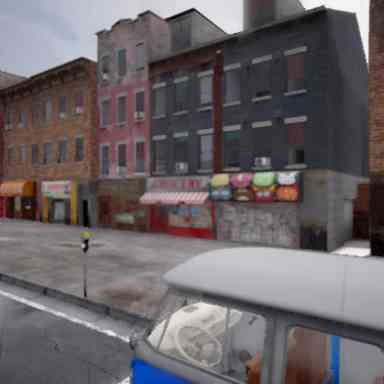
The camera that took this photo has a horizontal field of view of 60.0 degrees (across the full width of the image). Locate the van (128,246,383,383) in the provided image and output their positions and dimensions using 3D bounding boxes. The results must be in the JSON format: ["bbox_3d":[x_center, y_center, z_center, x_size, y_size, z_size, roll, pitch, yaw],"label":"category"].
[{"bbox_3d":[1.382,1.342,1.833,3.998,1.788,1.690,0,0,36],"label":"van"}]
